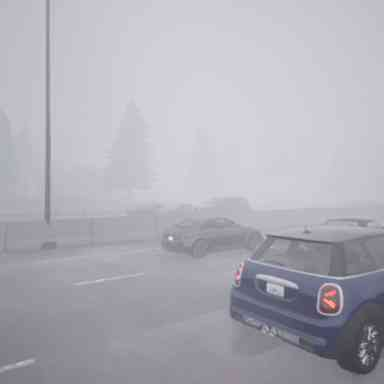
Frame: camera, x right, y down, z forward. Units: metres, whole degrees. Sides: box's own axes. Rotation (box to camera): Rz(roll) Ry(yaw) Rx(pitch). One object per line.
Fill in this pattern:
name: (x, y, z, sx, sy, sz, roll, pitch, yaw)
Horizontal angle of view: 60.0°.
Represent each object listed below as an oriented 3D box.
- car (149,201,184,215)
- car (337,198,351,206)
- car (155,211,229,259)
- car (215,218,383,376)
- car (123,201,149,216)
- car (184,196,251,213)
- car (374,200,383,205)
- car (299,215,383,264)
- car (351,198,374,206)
car: (-1.066, 1.698, 29.278, 4.674, 1.442, 1.812, 0, 0, -36)
car: (27.713, 1.805, 58.945, 4.892, 1.490, 1.837, 0, 0, -35)
car: (0.861, 1.640, 13.084, 4.181, 1.385, 1.994, 0, 0, -36)
car: (2.873, 1.382, 5.884, 4.553, 1.767, 2.097, 0, 0, -36)
car: (-3.741, 1.791, 31.656, 4.718, 1.301, 1.895, 0, 0, -36)
car: (2.449, 1.378, 27.519, 5.566, 2.045, 2.150, 0, 0, -36)
car: (31.590, 1.758, 53.113, 4.892, 1.490, 1.837, 0, 0, -35)
car: (6.361, 1.666, 12.773, 4.718, 1.301, 1.895, 0, 0, -36)
car: (29.006, 1.839, 55.572, 4.181, 1.385, 1.994, 0, 0, -35)
